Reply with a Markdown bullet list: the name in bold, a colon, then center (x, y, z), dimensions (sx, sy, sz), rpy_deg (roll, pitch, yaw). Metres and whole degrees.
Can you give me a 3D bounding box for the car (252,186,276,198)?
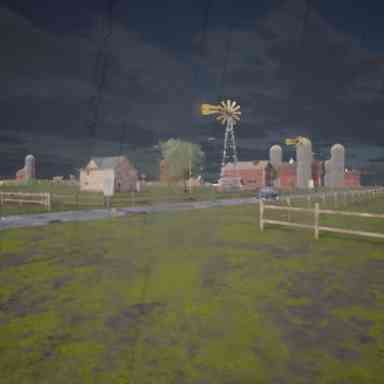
- **car**: center (11.456, 0.200, 51.660), dimensions (1.994, 1.385, 4.181), rpy_deg (1, 1, 36)
